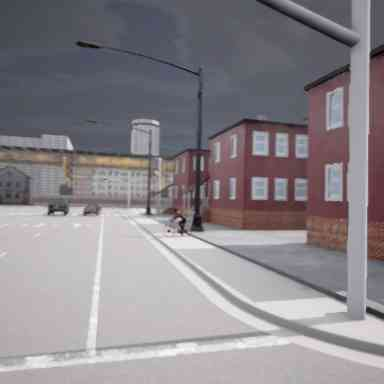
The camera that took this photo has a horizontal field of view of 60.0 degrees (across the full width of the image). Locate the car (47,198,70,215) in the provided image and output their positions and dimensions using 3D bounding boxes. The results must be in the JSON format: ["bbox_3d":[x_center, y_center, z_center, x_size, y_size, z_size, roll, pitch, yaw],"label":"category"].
[{"bbox_3d":[-16.459,1.770,41.072,2.150,2.045,5.566,2,-1,-17],"label":"car"}]

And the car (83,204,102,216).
[{"bbox_3d":[-12.635,2.225,42.444,2.033,1.411,5.357,2,-1,-9],"label":"car"}]

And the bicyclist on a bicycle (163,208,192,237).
[{"bbox_3d":[-0.793,1.724,18.566,1.656,1.620,0.582,2,-1,-15],"label":"bicyclist on a bicycle"}]
